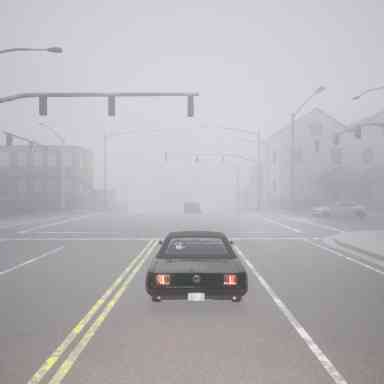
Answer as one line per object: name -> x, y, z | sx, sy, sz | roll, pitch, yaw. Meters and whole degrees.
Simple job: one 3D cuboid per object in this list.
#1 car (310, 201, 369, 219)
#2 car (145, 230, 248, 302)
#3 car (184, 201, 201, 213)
car -> 12.458, 1.526, 28.137 | 4.674, 1.442, 1.812 | 0, 0, -1
car -> 0.101, 1.601, 8.210 | 1.895, 1.301, 4.718 | 0, 0, 0
car -> 0.048, 1.918, 39.555 | 1.882, 1.535, 5.008 | 0, -8, 0
